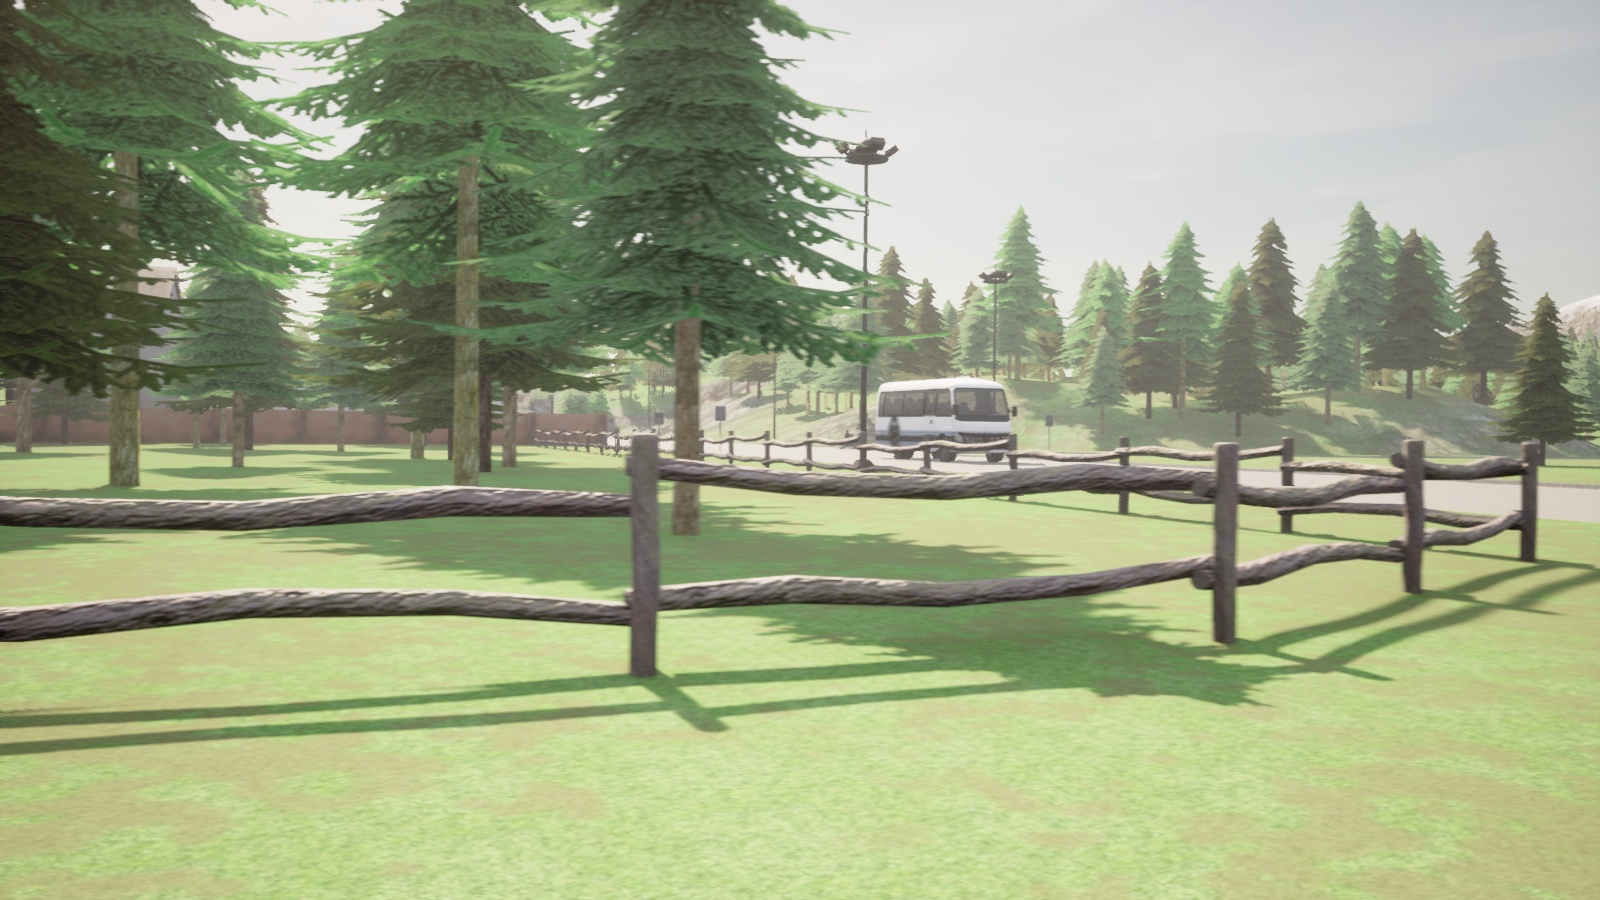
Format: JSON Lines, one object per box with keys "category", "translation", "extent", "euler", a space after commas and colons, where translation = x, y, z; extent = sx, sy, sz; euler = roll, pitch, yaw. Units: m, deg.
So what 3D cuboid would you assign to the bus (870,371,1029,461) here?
{"category": "bus", "translation": [7.516, -1.720, 65.238], "extent": [3.944, 4.253, 10.273], "euler": [-1, 1, -20]}
